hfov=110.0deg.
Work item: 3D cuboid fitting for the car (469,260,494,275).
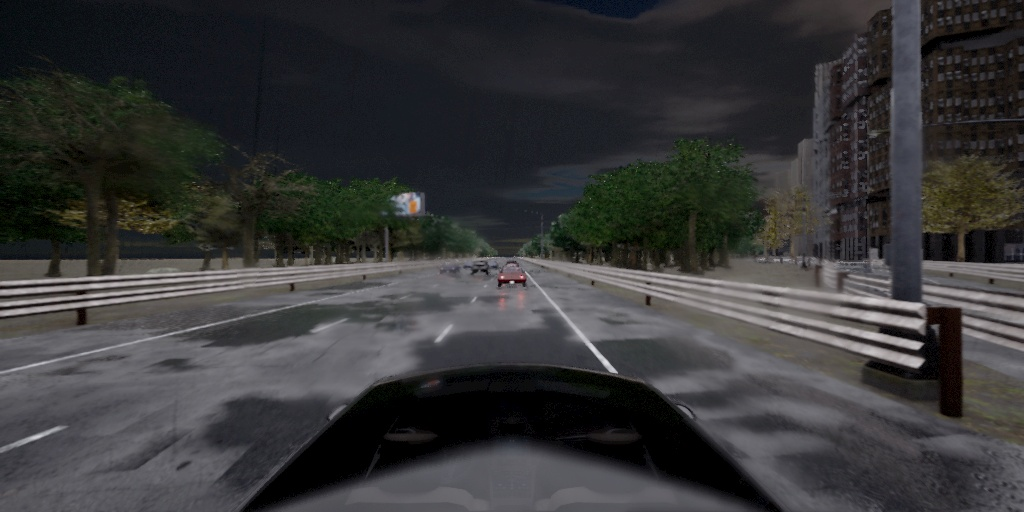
[{"bbox_3d":[-3.475,1.329,41.048,1.837,1.490,4.892,0,0,0],"label":"car"}]

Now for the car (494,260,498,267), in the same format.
[{"bbox_3d":[-3.407,1.422,61.792,1.994,1.385,4.181,0,0,0],"label":"car"}]

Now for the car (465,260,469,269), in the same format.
[{"bbox_3d":[-6.910,1.422,61.079,1.994,1.385,4.181,0,0,0],"label":"car"}]

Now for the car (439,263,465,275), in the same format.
[{"bbox_3d":[-6.978,1.423,41.195,1.895,1.301,4.718,0,0,0],"label":"car"}]

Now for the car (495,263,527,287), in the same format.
[{"bbox_3d":[0.005,1.382,24.969,1.895,1.301,4.718,0,0,0],"label":"car"}]

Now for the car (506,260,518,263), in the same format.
[{"bbox_3d":[0.028,1.332,34.866,1.812,1.442,4.674,0,0,4],"label":"car"}]
